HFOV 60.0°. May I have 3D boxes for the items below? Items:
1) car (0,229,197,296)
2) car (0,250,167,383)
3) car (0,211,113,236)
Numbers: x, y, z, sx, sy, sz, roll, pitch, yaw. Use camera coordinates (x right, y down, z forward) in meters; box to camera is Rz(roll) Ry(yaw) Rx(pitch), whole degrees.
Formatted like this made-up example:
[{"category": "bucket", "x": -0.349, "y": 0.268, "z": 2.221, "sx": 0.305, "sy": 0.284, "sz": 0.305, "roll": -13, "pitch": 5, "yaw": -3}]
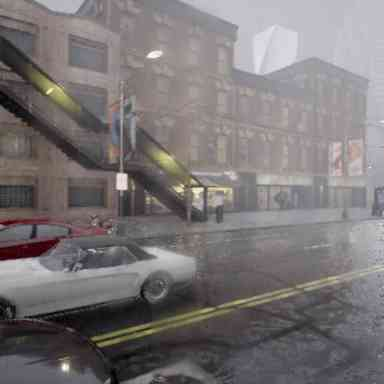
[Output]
[{"category": "car", "x": -2.311, "y": 1.612, "z": 6.642, "sx": 4.718, "sy": 1.301, "sz": 1.895, "roll": 0, "pitch": 0, "yaw": -36}, {"category": "car", "x": -2.804, "y": 1.486, "z": 1.754, "sx": 4.902, "sy": 1.511, "sz": 2.128, "roll": 0, "pitch": 0, "yaw": -35}, {"category": "car", "x": -4.797, "y": 1.487, "z": 9.168, "sx": 5.008, "sy": 1.535, "sz": 1.882, "roll": 0, "pitch": 0, "yaw": -36}]
